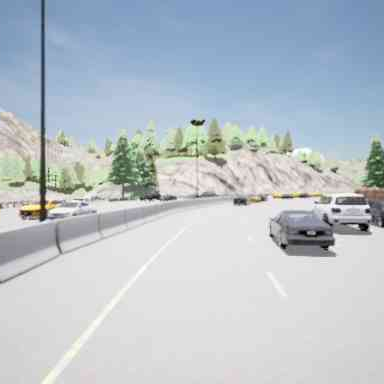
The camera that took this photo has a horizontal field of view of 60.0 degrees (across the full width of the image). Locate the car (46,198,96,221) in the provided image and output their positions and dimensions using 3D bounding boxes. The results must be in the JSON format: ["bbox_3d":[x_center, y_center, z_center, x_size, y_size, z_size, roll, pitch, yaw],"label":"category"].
[{"bbox_3d":[-8.532,1.348,23.993,1.812,1.442,4.674,0,0,9],"label":"car"}]

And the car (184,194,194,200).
[{"bbox_3d":[-0.002,1.101,65.821,1.812,1.442,4.674,0,1,23],"label":"car"}]

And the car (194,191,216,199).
[{"bbox_3d":[3.002,0.840,64.030,2.150,2.045,5.566,0,0,23],"label":"car"}]

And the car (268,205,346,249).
[{"bbox_3d":[4.436,1.469,14.131,2.033,1.411,5.357,0,0,6],"label":"car"}]

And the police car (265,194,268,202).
[{"bbox_3d":[13.269,1.053,63.844,1.930,1.638,5.238,0,0,25],"label":"police car"}]

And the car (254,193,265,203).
[{"bbox_3d":[10.953,1.111,58.568,1.801,1.575,5.366,0,0,23],"label":"car"}]

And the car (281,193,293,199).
[{"bbox_3d":[22.739,1.036,79.468,1.994,1.385,4.181,0,0,32],"label":"car"}]

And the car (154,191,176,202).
[{"bbox_3d":[-4.659,1.072,63.824,2.128,1.511,4.902,0,0,22],"label":"car"}]

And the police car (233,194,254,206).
[{"bbox_3d":[7.460,1.130,49.394,1.930,1.638,5.238,0,0,19],"label":"police car"}]

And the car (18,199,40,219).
[{"bbox_3d":[-11.658,1.275,26.614,1.882,1.535,5.008,0,0,10],"label":"car"}]

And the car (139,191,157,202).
[{"bbox_3d":[-8.083,0.790,64.738,2.150,2.045,5.566,0,0,22],"label":"car"}]

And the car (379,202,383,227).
[{"bbox_3d":[12.497,1.402,21.405,1.837,1.490,4.892,0,0,9],"label":"car"}]

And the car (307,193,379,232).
[{"bbox_3d":[8.686,1.118,19.799,2.150,2.045,5.566,0,0,8],"label":"car"}]
